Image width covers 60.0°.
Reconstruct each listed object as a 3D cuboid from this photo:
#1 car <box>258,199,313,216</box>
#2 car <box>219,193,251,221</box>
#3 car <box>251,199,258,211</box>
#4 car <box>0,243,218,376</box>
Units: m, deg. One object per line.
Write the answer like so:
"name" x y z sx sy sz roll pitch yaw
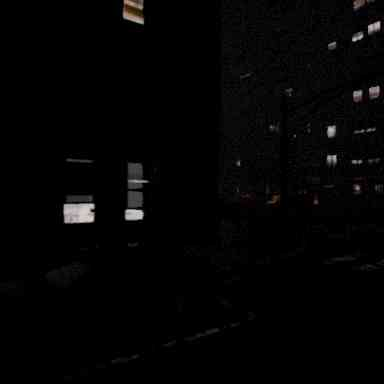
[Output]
"car" 8.223 1.239 28.503 1.947 1.339 4.313 1 0 -36
"car" 1.418 0.961 23.621 2.192 1.841 5.009 1 0 -36
"car" 4.956 1.174 33.015 1.802 1.307 4.206 1 0 -36
"car" -1.461 1.573 5.509 4.206 1.307 1.802 0 1 -35
